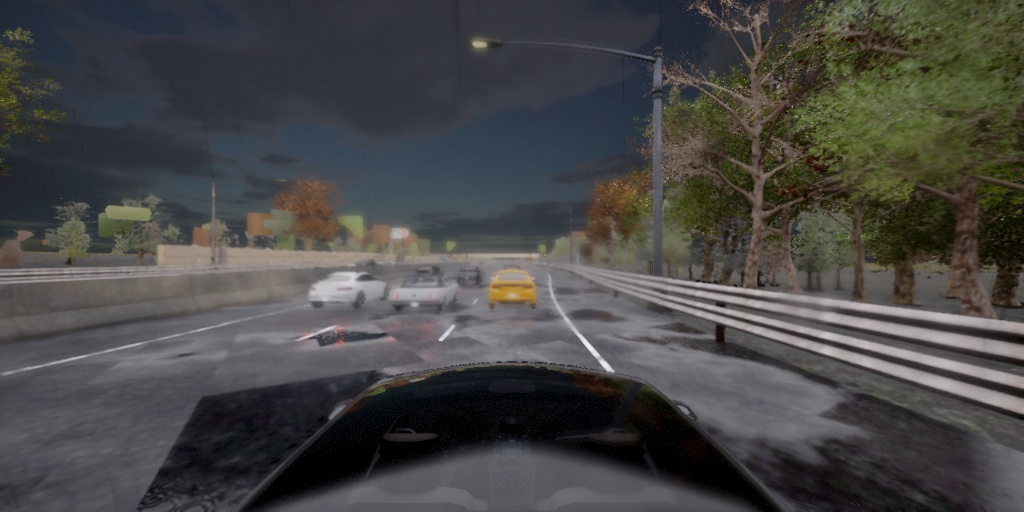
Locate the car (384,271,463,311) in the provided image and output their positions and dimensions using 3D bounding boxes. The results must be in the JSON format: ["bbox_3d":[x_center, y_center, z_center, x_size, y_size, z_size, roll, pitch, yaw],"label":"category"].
[{"bbox_3d":[-3.474,1.485,15.090,1.895,1.301,4.718,0,-1,1],"label":"car"}]

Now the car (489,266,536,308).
[{"bbox_3d":[0.038,1.371,16.080,1.882,1.535,5.008,0,0,1],"label":"car"}]

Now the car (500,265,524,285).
[{"bbox_3d":[0.039,1.549,30.339,1.837,1.490,4.892,0,0,1],"label":"car"}]

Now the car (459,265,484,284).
[{"bbox_3d":[-3.462,1.535,30.347,2.128,1.511,4.902,0,0,1],"label":"car"}]

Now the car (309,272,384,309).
[{"bbox_3d":[-6.965,1.415,15.740,1.812,1.442,4.674,0,0,1],"label":"car"}]

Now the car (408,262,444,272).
[{"bbox_3d":[-6.961,1.550,30.347,1.837,1.490,4.892,0,0,1],"label":"car"}]
